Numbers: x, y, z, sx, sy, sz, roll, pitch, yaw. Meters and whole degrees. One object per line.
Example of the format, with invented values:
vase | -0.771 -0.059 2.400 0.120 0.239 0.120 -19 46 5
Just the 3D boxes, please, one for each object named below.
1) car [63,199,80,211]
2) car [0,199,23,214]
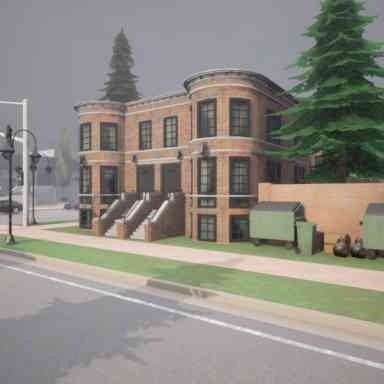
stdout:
car | -13.994 1.564 41.852 1.994 1.385 4.181 0 0 32
car | -19.580 1.505 33.504 1.837 1.490 4.892 0 0 35
